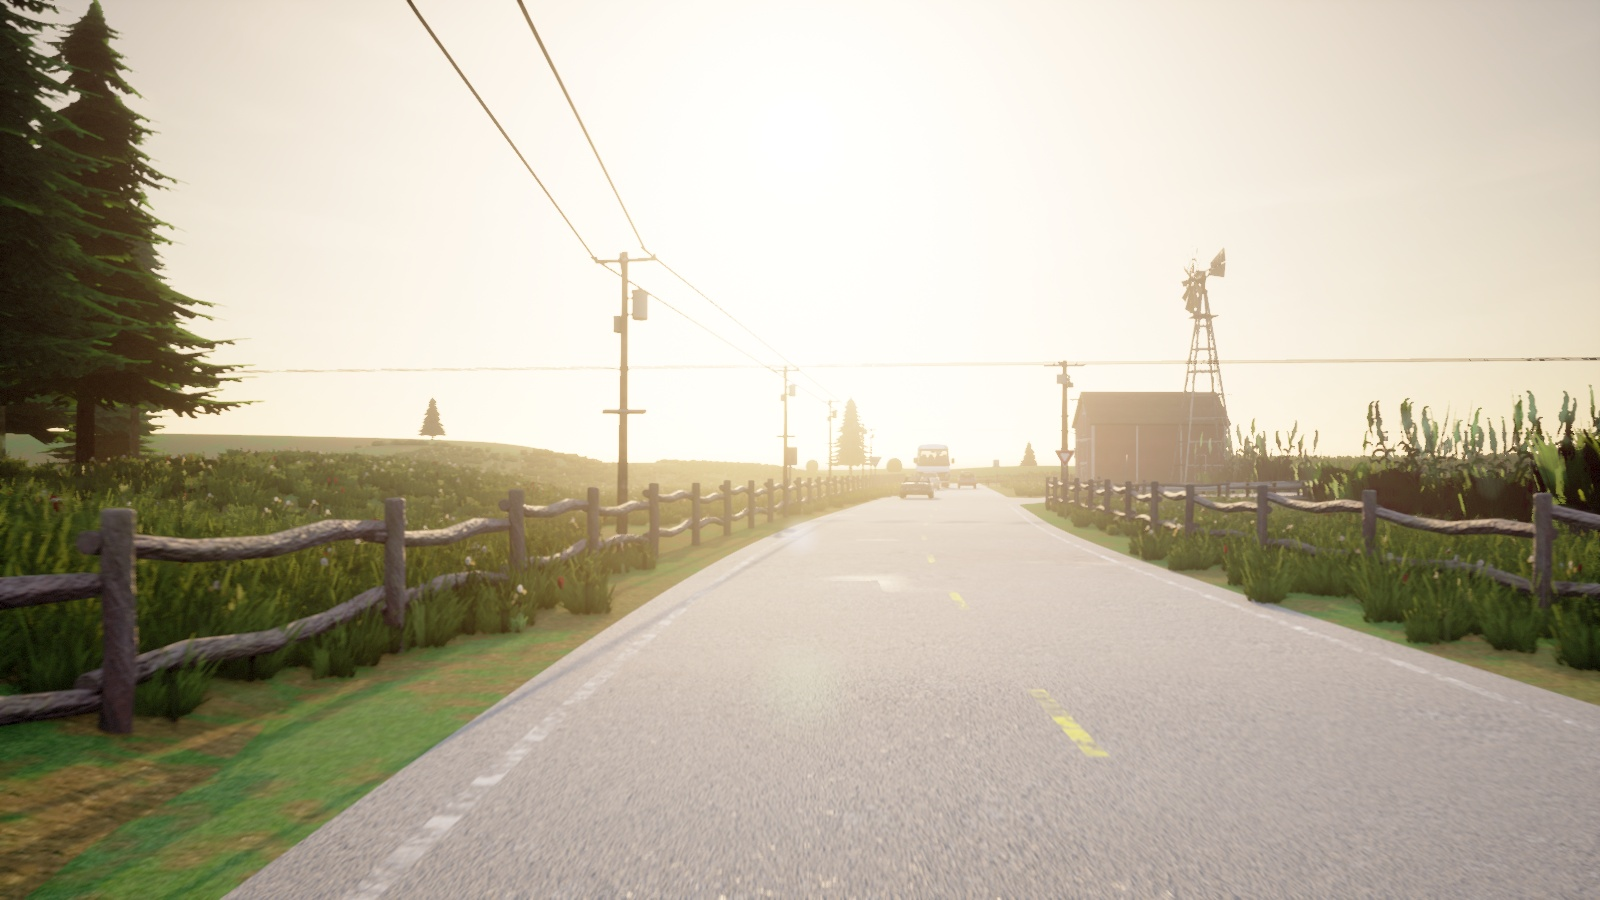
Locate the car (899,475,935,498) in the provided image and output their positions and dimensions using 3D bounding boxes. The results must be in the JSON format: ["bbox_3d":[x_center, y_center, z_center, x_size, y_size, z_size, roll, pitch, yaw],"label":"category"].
[{"bbox_3d":[6.851,2.110,73.057,1.895,1.301,4.718,0,-1,8],"label":"car"}]
